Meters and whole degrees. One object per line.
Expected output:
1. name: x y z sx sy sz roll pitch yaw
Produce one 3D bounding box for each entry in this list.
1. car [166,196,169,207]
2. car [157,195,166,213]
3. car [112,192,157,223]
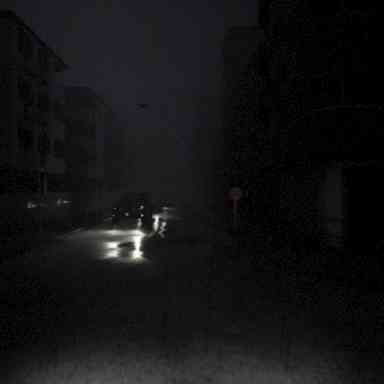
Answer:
1. car: -4.048 1.163 43.872 1.837 1.490 4.892 0 0 0
2. car: -4.072 1.214 33.748 1.882 1.535 5.008 0 0 0
3. car: -4.090 1.036 23.727 2.150 2.045 5.566 0 0 0
